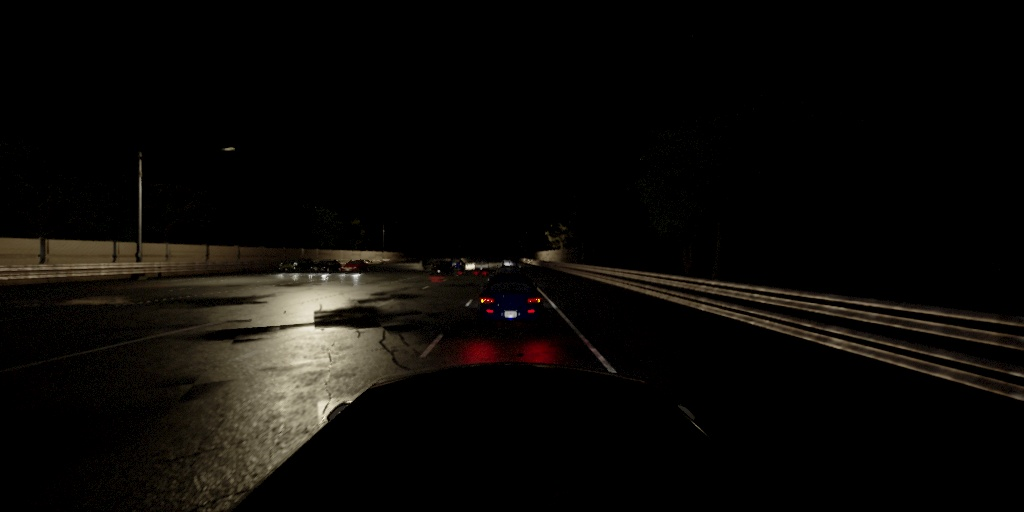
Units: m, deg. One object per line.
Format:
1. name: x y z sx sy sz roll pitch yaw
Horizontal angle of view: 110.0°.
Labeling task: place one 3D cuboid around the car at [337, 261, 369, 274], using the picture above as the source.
1. car: -18.113 1.250 41.675 1.812 1.442 4.674 0 0 -2

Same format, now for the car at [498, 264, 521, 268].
1. car: -0.152 1.350 21.771 1.895 1.301 4.718 0 0 -1

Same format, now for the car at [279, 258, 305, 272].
1. car: -25.127 0.969 42.065 2.097 1.767 4.553 0 -1 -1

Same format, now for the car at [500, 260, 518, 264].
1. car: -0.204 1.251 31.107 2.128 1.511 4.902 0 0 -1

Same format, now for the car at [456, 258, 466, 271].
1. car: -7.651 1.114 49.751 2.097 1.767 4.553 0 0 -2

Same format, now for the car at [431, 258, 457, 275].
1. car: -7.354 1.254 38.219 1.837 1.490 4.892 0 0 -1

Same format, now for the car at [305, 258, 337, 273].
1. car: -21.626 1.221 41.849 1.837 1.490 4.892 0 0 -1

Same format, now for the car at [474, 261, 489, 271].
1. car: -4.161 1.374 50.183 1.895 1.301 4.718 0 0 -2

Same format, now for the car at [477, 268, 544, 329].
1. car: -0.047 1.271 11.166 1.812 1.442 4.674 0 0 0
